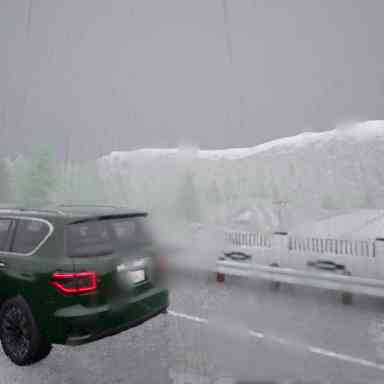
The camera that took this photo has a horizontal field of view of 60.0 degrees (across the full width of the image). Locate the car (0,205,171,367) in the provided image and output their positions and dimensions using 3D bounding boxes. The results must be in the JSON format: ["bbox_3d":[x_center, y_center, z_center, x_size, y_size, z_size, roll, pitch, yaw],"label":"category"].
[{"bbox_3d":[-2.939,1.271,6.087,5.566,2.045,2.150,-1,0,35],"label":"car"}]
